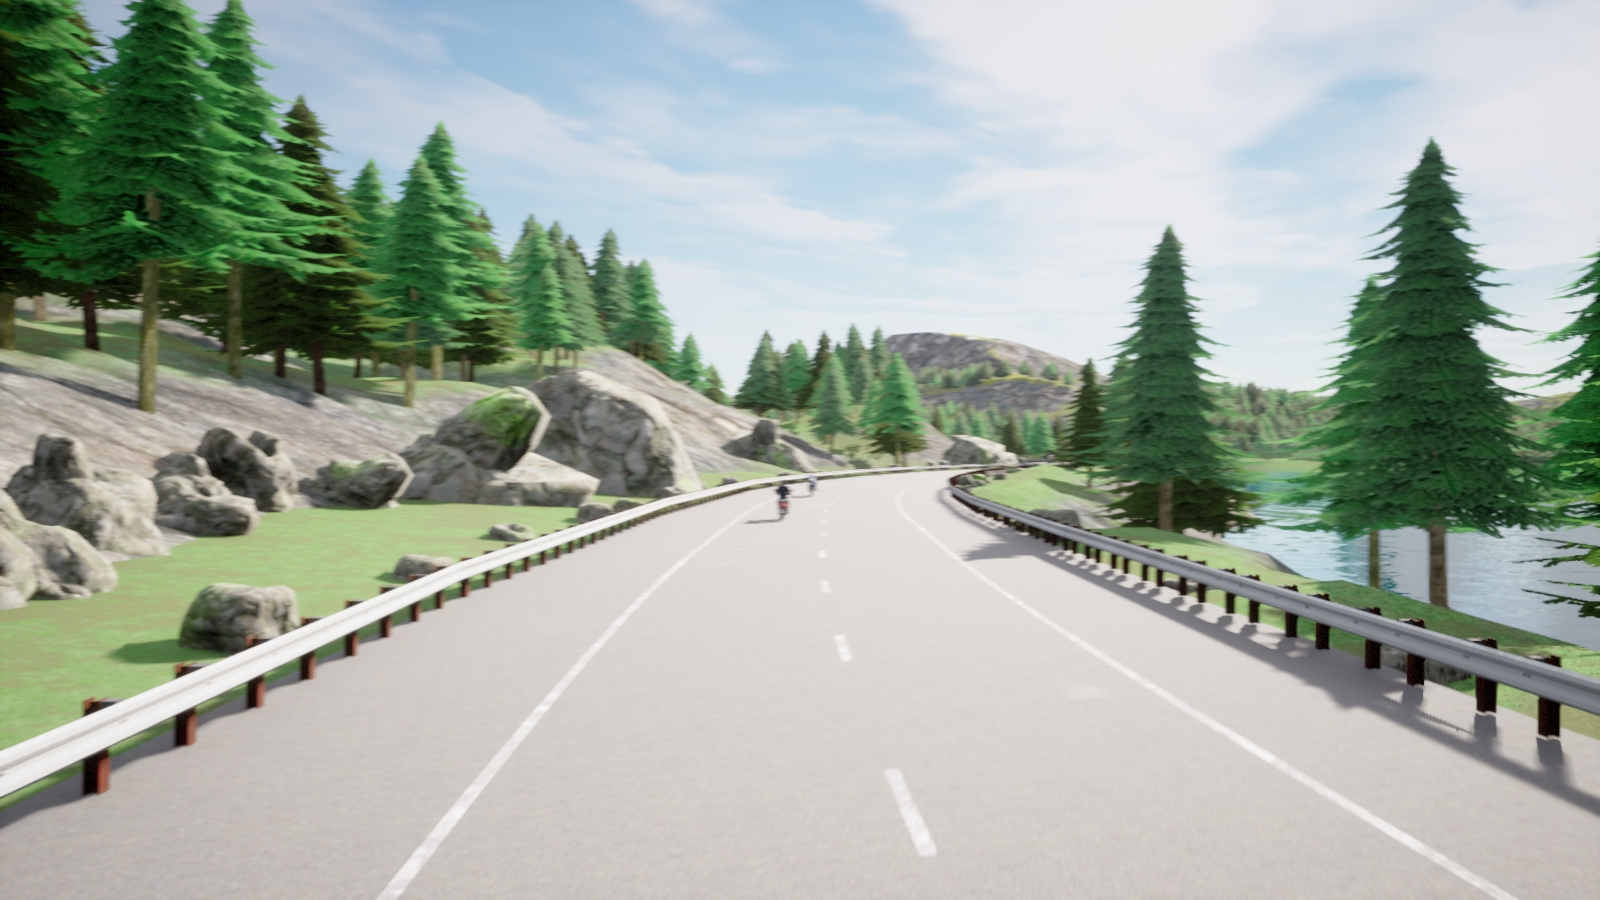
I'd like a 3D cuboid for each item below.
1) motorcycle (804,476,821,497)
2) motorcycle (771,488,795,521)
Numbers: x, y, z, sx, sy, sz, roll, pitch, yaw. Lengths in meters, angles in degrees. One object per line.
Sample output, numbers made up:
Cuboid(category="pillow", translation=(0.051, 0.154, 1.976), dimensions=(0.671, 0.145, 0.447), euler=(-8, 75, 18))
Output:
Cuboid(category="motorcycle", translation=(0.773, 2.179, 69.159), dimensions=(0.803, 1.217, 2.033), euler=(0, 0, 6))
Cuboid(category="motorcycle", translation=(-0.678, 2.180, 45.956), dimensions=(0.856, 1.236, 1.805), euler=(0, 0, 2))
